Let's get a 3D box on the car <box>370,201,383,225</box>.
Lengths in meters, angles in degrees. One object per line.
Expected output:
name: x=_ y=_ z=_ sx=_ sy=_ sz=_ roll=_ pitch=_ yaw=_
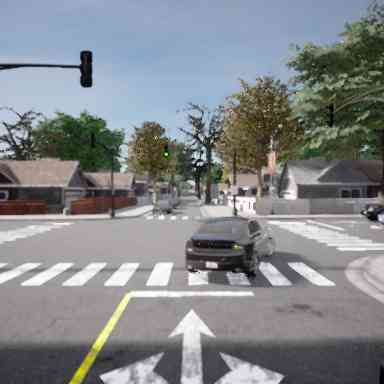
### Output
car: x=14.251 y=1.459 z=21.095 sx=4.674 sy=1.442 sz=1.812 roll=0 pitch=0 yaw=-2

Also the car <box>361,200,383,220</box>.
car: x=15.453 y=1.151 z=24.343 sx=5.566 sy=2.045 sz=2.150 roll=0 pitch=0 yaw=0

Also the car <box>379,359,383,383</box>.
car: x=2.637 y=1.568 z=1.368 sx=1.947 sy=1.339 sz=4.313 roll=0 pitch=0 yaw=0

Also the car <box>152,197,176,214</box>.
car: x=-3.116 y=1.589 z=35.915 sx=1.812 sy=1.442 sz=4.674 roll=0 pitch=0 yaw=2

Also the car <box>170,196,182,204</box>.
car: x=-3.102 y=1.630 z=66.403 sx=2.128 sy=1.511 sz=4.902 roll=0 pitch=0 yaw=0

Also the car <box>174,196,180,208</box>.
car: x=-3.046 y=1.591 z=45.987 sx=1.837 sy=1.490 sz=4.892 roll=0 pitch=0 yaw=0

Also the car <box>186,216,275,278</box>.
car: x=1.309 y=1.516 z=10.362 sx=1.837 sy=1.490 sz=4.892 roll=-1 pitch=0 yaw=20
